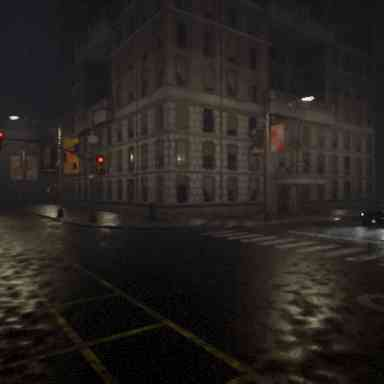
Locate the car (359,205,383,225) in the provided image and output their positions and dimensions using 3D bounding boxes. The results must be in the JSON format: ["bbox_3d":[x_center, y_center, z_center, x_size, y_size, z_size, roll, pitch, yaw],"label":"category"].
[{"bbox_3d":[13.052,1.492,21.886,4.718,1.301,1.895,0,0,-35],"label":"car"}]
